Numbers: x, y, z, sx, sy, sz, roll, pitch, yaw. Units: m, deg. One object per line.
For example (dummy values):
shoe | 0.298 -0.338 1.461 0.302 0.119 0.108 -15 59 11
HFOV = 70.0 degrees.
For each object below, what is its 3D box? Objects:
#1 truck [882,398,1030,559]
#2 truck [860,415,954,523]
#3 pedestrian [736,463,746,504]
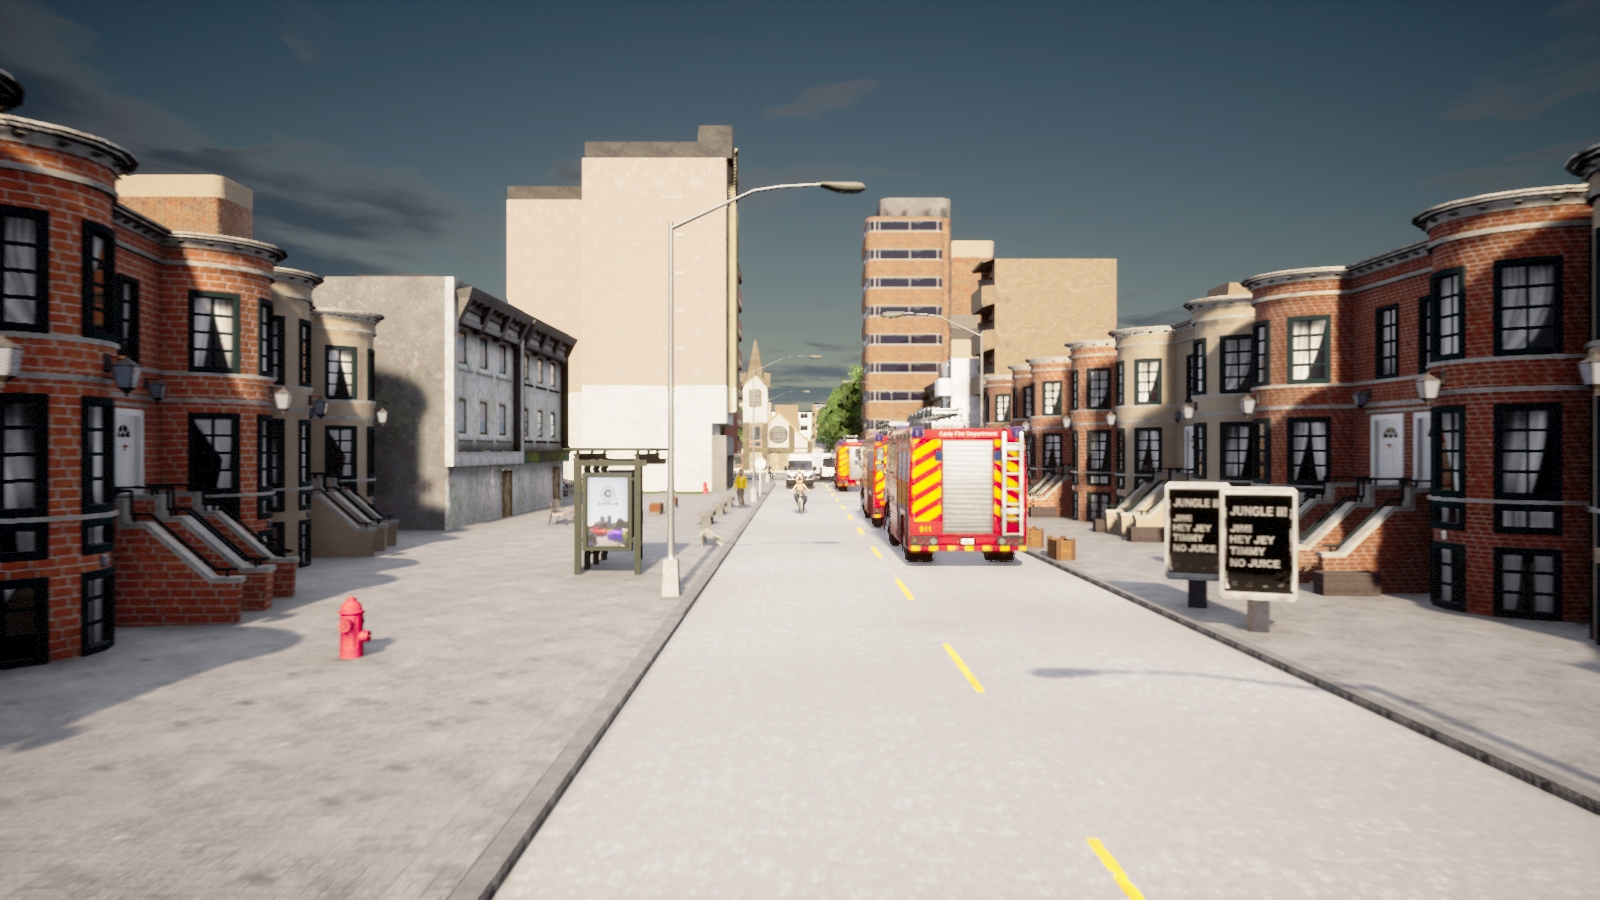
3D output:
truck | 4.008 0.670 31.370 2.891 3.827 8.468 0 0 0
truck | 4.008 0.670 44.665 2.891 3.827 8.468 0 0 0
pedestrian | -2.683 1.523 52.260 0.375 1.860 0.375 0 0 11
